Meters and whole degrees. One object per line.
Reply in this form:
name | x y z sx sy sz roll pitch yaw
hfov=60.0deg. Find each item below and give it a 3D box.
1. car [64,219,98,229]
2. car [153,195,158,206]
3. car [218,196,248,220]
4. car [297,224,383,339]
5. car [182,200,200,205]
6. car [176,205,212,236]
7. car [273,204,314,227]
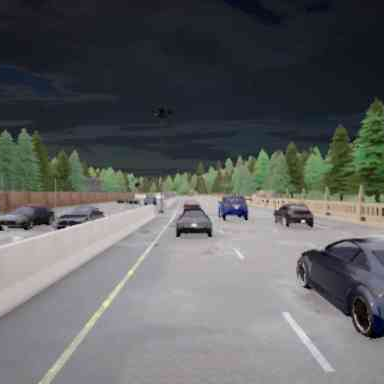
car | -7.093 1.652 21.633 2.033 1.411 5.357 0 0 0
car | -7.860 1.539 64.082 2.150 2.045 5.566 0 0 -1
car | 3.573 1.370 29.523 2.150 2.045 5.566 0 0 -1
car | 3.601 1.599 6.658 1.994 1.385 4.181 0 0 0
car | -0.068 1.659 36.526 1.882 1.535 5.008 0 0 -1
car | 0.110 1.658 18.962 1.994 1.385 4.181 0 0 0
car | 7.107 1.626 23.700 1.837 1.490 4.892 0 0 0
